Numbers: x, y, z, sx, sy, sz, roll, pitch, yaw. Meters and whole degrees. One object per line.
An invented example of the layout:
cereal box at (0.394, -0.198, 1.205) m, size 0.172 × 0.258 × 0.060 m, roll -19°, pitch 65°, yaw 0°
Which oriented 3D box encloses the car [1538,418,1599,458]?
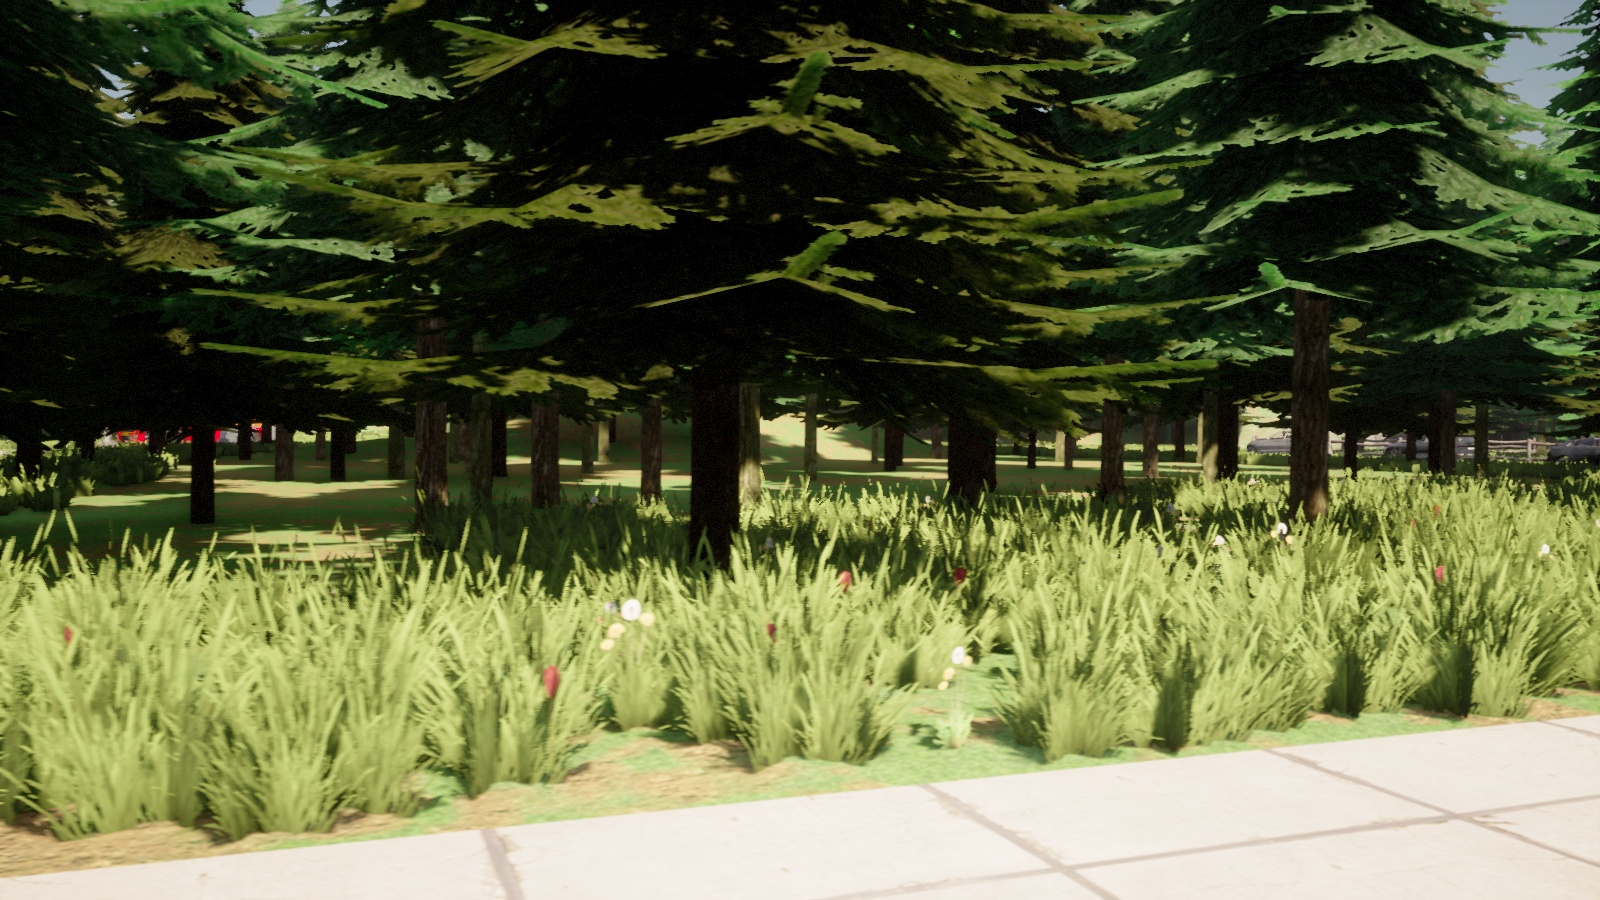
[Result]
car at (30.898, -0.473, 47.484) m, size 2.128 × 1.511 × 4.902 m, roll -1°, pitch 1°, yaw -20°

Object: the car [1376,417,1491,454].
car at (30.165, -0.702, 59.969) m, size 2.033 × 1.649 × 4.856 m, roll -1°, pitch 1°, yaw -20°

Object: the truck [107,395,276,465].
truck at (-35.435, -1.191, 73.431) m, size 2.891 × 3.827 × 8.468 m, roll 0°, pitch 1°, yaw 36°

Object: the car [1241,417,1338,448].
car at (26.879, -0.967, 69.109) m, size 2.152 × 1.651 × 5.027 m, roll -1°, pitch 1°, yaw -20°
